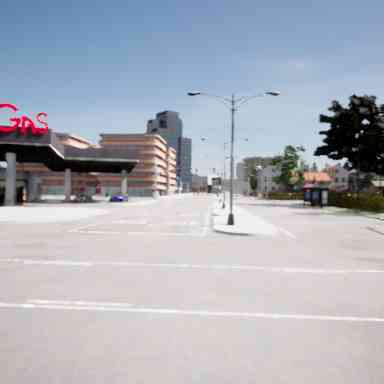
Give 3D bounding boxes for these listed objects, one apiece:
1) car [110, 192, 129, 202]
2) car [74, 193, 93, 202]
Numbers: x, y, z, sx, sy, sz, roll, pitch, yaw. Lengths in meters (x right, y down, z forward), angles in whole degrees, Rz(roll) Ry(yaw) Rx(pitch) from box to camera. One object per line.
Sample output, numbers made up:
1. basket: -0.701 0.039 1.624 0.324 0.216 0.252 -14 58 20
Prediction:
1. car: -11.934 0.854 54.784 2.242 1.667 4.611 1 0 4
2. car: -17.718 0.926 54.389 1.970 1.475 3.806 1 0 4
